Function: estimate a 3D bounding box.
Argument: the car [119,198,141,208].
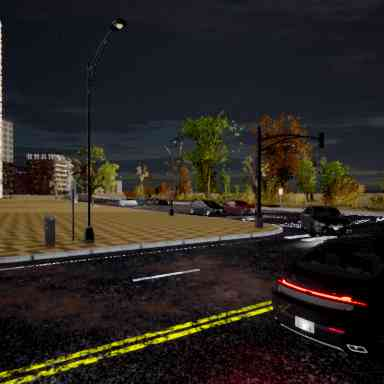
[{"bbox_3d":[-10.051,1.643,52.236,1.812,1.442,4.674,0,0,-30],"label":"car"}]

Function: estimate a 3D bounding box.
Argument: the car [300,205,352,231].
[{"bbox_3d":[7.121,1.511,18.042,1.837,1.490,4.892,2,-1,8],"label":"car"}]

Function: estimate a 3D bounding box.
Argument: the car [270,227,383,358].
[{"bbox_3d":[3.490,1.504,5.758,4.892,1.490,1.837,0,0,-34],"label":"car"}]

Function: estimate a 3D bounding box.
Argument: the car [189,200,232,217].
[{"bbox_3d":[1.465,1.575,33.088,1.837,1.490,4.892,0,0,-32],"label":"car"}]

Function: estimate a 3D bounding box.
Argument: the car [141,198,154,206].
[{"bbox_3d":[-8.899,1.659,56.768,2.033,1.411,5.357,0,0,-29],"label":"car"}]

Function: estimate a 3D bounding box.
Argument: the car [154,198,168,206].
[{"bbox_3d":[-5.916,1.663,58.402,1.994,1.385,4.181,0,0,-30],"label":"car"}]

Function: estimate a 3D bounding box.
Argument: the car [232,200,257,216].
[{"bbox_3d":[4.727,1.582,33.986,1.812,1.442,4.674,0,0,-32],"label":"car"}]
